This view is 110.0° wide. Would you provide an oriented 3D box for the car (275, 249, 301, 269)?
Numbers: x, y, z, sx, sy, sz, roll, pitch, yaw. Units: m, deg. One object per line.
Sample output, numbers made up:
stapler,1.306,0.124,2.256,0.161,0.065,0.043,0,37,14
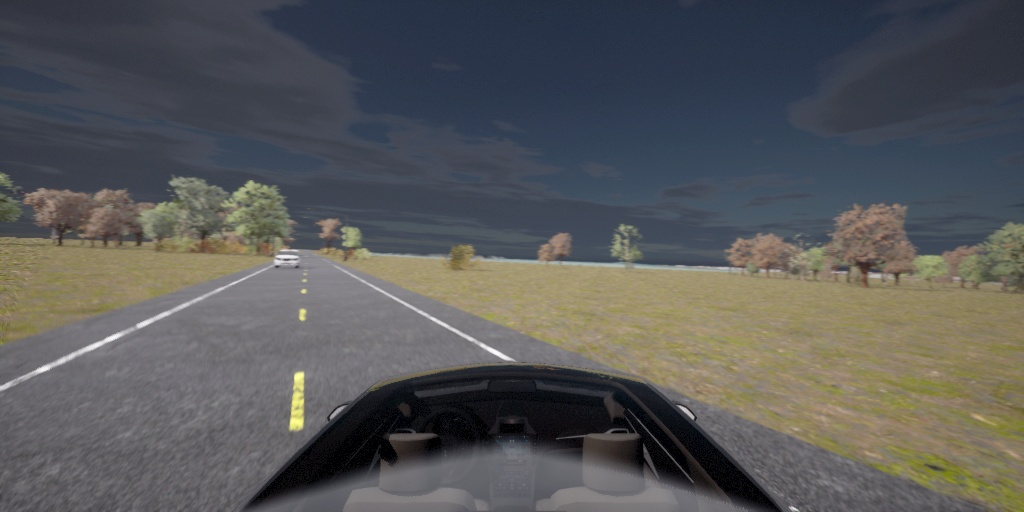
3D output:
car,-24.896,0.306,39.904,2.150,2.045,5.566,2,0,-29
